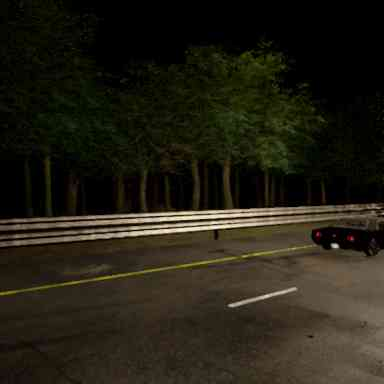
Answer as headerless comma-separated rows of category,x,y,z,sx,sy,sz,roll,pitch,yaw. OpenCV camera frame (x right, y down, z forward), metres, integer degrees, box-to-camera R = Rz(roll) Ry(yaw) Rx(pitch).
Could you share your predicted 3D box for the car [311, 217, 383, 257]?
car,6.841,1.606,12.968,4.718,1.301,1.895,0,0,-35
